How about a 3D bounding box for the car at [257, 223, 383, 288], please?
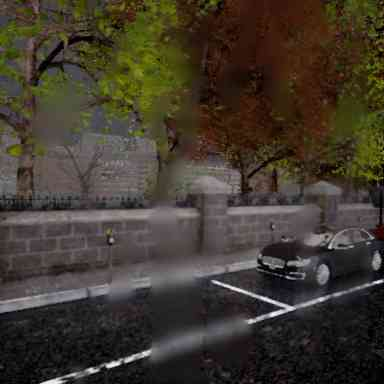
[{"bbox_3d":[3.716,1.596,9.302,4.403,1.369,2.008,0,0,-35],"label":"car"}]
